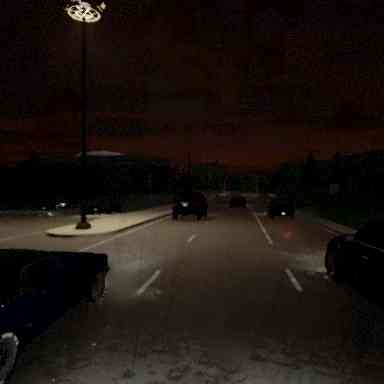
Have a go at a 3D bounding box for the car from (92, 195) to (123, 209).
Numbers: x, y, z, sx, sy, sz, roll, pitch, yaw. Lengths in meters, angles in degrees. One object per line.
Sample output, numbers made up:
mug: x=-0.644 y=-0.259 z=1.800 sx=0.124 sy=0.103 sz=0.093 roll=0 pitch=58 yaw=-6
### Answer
car: x=-9.946 y=1.149 z=39.492 sx=1.812 sy=1.442 sz=4.674 roll=0 pitch=0 yaw=8

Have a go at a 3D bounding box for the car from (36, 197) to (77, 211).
car: x=-14.135 y=1.189 z=35.173 sx=2.033 sy=1.411 sz=5.357 roll=0 pitch=0 yaw=8

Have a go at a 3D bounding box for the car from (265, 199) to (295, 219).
car: x=7.082 y=1.308 z=26.871 sx=1.837 sy=1.490 sz=4.892 roll=0 pitch=0 yaw=8

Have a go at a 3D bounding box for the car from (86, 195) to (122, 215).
car: x=-7.834 y=1.277 z=29.911 sx=1.994 sy=1.385 sz=4.181 roll=0 pitch=0 yaw=8

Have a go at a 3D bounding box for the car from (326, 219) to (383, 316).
car: x=4.342 y=1.313 z=6.751 sx=2.097 sy=1.767 sz=4.553 roll=0 pitch=0 yaw=6

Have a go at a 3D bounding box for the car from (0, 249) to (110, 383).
car: x=-2.890 y=1.544 z=5.175 sx=1.895 sy=1.301 sz=4.718 roll=0 pitch=0 yaw=5

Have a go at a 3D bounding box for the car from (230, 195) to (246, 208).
car: x=5.831 y=1.144 z=42.544 sx=1.882 sy=1.535 sz=5.008 roll=0 pitch=0 yaw=8

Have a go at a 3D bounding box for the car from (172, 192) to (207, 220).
car: x=-0.102 y=1.000 z=26.122 sx=2.150 sy=2.045 sz=5.566 roll=0 pitch=0 yaw=8
